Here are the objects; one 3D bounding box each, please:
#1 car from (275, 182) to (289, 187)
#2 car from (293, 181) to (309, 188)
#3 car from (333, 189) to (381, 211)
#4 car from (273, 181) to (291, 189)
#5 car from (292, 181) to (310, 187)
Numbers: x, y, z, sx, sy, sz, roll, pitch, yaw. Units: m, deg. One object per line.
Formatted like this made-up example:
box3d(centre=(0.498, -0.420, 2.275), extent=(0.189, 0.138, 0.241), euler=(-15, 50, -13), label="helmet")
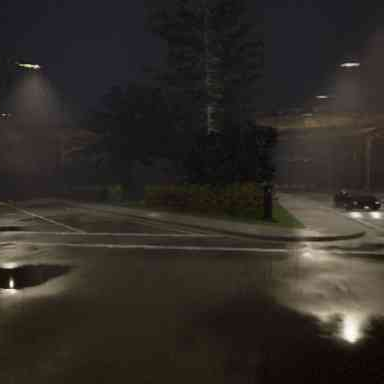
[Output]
box3d(centre=(20.972, -1.761, 77.260), extent=(1.853, 1.218, 4.536), euler=(0, 2, 35), label="car")
box3d(centre=(24.986, -1.656, 76.185), extent=(2.038, 1.542, 4.974), euler=(-2, 2, -10), label="car")
box3d(centre=(11.486, 0.492, 23.607), extent=(2.033, 1.411, 5.357), euler=(-1, 2, 10), label="car")
box3d(centre=(20.946, -1.601, 77.223), extent=(2.038, 1.542, 4.974), euler=(0, 2, 35), label="car")
box3d(centre=(24.973, -1.814, 76.230), extent=(1.853, 1.218, 4.536), euler=(-2, 2, -10), label="car")
